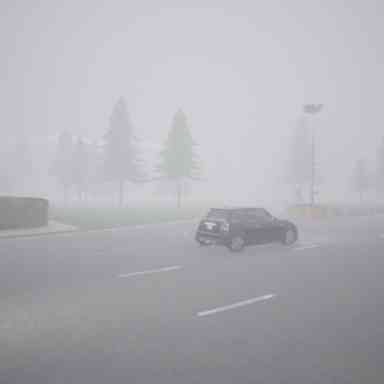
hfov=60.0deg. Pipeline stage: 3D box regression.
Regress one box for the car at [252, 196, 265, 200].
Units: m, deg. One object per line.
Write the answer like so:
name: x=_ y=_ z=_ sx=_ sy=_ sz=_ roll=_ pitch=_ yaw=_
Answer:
car: x=15.249 y=1.764 z=75.155 sx=1.895 sy=1.301 sz=4.718 roll=0 pitch=0 yaw=5

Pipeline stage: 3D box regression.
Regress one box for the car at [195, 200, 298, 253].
car: x=2.412 y=1.382 z=14.078 sx=4.553 sy=1.767 sz=2.097 roll=0 pitch=0 yaw=-36
